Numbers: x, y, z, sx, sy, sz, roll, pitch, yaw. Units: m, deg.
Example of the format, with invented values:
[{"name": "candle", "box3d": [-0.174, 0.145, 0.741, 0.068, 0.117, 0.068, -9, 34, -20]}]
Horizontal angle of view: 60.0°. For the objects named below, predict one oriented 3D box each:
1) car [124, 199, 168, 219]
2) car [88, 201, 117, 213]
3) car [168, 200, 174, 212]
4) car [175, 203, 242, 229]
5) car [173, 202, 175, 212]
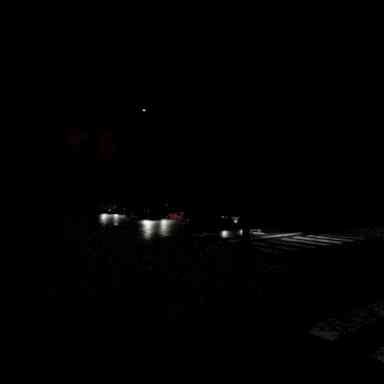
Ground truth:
[{"name": "car", "box3d": [-4.550, 1.579, 30.652, 1.882, 1.535, 5.008, 0, 0, -35]}, {"name": "car", "box3d": [-10.451, 1.741, 38.888, 1.895, 1.301, 4.718, 0, 0, -36]}, {"name": "car", "box3d": [-3.670, 1.650, 40.916, 1.837, 1.490, 4.892, 0, 0, -36]}, {"name": "car", "box3d": [1.272, 1.554, 22.542, 2.128, 1.511, 4.902, 0, 0, -36]}, {"name": "car", "box3d": [0.509, 1.657, 29.522, 1.994, 1.385, 4.181, 0, 0, -36]}]
